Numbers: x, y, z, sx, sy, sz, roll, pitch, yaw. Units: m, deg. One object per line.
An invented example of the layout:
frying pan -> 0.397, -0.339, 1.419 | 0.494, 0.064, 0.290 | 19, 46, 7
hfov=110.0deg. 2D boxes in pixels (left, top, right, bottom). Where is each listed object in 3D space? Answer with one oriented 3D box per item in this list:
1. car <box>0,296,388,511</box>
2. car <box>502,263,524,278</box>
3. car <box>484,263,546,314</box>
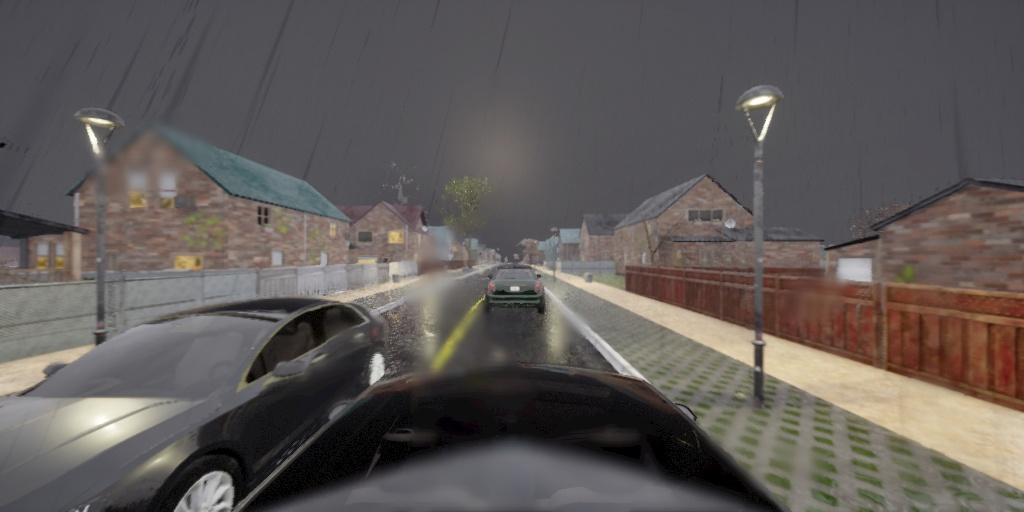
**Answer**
car -> -2.827, 1.257, 3.716 | 1.837, 1.490, 4.892 | 0, 0, 0
car -> 0.093, 1.397, 36.095 | 2.033, 1.411, 5.357 | 0, 0, 0
car -> 0.098, 1.115, 14.056 | 2.097, 1.767, 4.553 | 0, 0, 0
